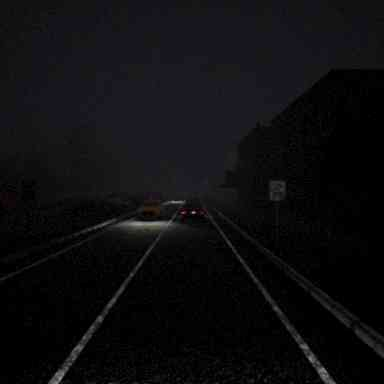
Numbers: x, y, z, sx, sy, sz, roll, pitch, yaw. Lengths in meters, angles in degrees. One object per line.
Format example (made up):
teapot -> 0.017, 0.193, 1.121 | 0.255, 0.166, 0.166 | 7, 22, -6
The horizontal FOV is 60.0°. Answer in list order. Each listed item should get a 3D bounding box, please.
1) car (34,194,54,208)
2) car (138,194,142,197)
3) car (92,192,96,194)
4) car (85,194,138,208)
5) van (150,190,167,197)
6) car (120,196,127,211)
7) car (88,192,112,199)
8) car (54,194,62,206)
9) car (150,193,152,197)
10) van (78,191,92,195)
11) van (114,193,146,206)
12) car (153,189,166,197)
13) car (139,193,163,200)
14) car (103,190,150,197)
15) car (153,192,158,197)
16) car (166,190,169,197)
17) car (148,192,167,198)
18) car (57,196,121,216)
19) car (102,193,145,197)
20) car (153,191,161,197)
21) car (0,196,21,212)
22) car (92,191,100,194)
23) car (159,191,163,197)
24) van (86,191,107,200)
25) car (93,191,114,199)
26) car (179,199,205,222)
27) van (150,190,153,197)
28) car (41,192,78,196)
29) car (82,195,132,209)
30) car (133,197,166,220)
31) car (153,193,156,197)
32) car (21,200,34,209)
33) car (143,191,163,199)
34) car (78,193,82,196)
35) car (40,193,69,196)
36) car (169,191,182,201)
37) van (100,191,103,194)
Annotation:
car -> -21.903, 1.322, 44.948 | 4.892, 1.521, 2.231 | 0, 0, 0
car -> -9.331, 1.326, 42.088 | 5.008, 1.535, 2.097 | 0, 0, 0
car -> -21.802, 1.196, 64.736 | 4.792, 1.488, 2.163 | 0, 1, 0
car -> -9.538, 1.328, 39.263 | 5.366, 1.575, 1.946 | 0, 0, 0
van -> -9.162, 0.450, 90.136 | 4.442, 1.987, 1.878 | 0, 1, 0
car -> -9.389, 1.380, 33.611 | 4.674, 1.452, 2.002 | 0, 0, 0
car -> -21.688, 0.896, 78.724 | 5.008, 1.535, 2.097 | 0, 1, 0
car -> -21.850, 1.346, 47.647 | 4.792, 1.488, 2.163 | 0, 0, 0
car -> -9.270, 1.348, 53.390 | 4.674, 1.452, 2.002 | 0, 0, 0
van -> -21.670, 0.995, 61.904 | 4.442, 1.987, 1.878 | 0, 1, 0
van -> -9.401, 1.087, 50.565 | 4.442, 1.987, 1.878 | 0, 0, 0
car -> -9.176, 0.751, 73.184 | 5.566, 2.045, 2.435 | 0, 1, 0
car -> -9.316, 0.945, 76.015 | 5.366, 1.575, 1.946 | 0, 1, 0
car -> -9.273, 1.066, 47.739 | 5.566, 2.045, 2.435 | 0, 0, 0
car -> -9.213, 1.260, 61.889 | 4.674, 1.452, 2.002 | 0, 1, 0
car -> -8.911, 0.836, 81.663 | 5.366, 1.575, 1.946 | 0, 1, 0
car -> -9.060, 0.770, 87.315 | 4.674, 1.452, 2.002 | 0, 1, 0
car -> -9.433, 1.375, 30.784 | 4.792, 1.488, 2.163 | 0, 0, 0
car -> -9.324, 1.322, 44.913 | 5.008, 1.535, 2.097 | 0, 0, 0
car -> -9.194, 1.166, 64.713 | 5.008, 1.535, 2.097 | 0, 1, 0
car -> -21.918, 1.209, 36.476 | 4.553, 1.767, 2.185 | 0, 0, 0
car -> -21.722, 0.988, 67.430 | 4.553, 1.767, 2.185 | 0, 1, 0
car -> -9.168, 1.097, 70.364 | 4.674, 1.452, 2.002 | 0, 1, 0
van -> -21.815, 0.722, 76.024 | 4.442, 1.987, 1.878 | 0, 1, 0
car -> -21.697, 0.716, 81.545 | 4.553, 1.767, 2.185 | 0, 1, 0
car -> 0.097, 1.517, 26.358 | 2.033, 1.411, 5.357 | 0, 0, 0
van -> -9.368, 1.074, 56.095 | 4.442, 1.987, 1.878 | 0, 0, 0
car -> -21.816, 1.056, 53.294 | 5.566, 2.045, 2.435 | 0, 0, 0
car -> -9.372, 1.376, 36.436 | 4.674, 1.452, 2.002 | 0, 0, 0
car -> -3.349, 1.441, 27.943 | 1.882, 1.535, 5.008 | 0, 0, 0
car -> -9.236, 1.310, 59.055 | 4.674, 1.452, 2.002 | 0, 1, 0
car -> -21.927, 1.330, 39.176 | 5.008, 1.535, 2.097 | 0, 0, 0
car -> -9.145, 0.768, 78.837 | 4.553, 1.767, 2.185 | 0, 1, 0
car -> -21.821, 1.299, 56.129 | 5.008, 1.535, 2.097 | 0, 0, 0
car -> -21.832, 1.341, 50.470 | 4.792, 1.488, 2.163 | 0, 0, 0
car -> -3.087, 1.107, 69.977 | 2.128, 1.511, 4.902 | 0, 1, 0
van -> -21.853, 0.832, 70.375 | 4.442, 1.987, 1.878 | 0, 1, 0
